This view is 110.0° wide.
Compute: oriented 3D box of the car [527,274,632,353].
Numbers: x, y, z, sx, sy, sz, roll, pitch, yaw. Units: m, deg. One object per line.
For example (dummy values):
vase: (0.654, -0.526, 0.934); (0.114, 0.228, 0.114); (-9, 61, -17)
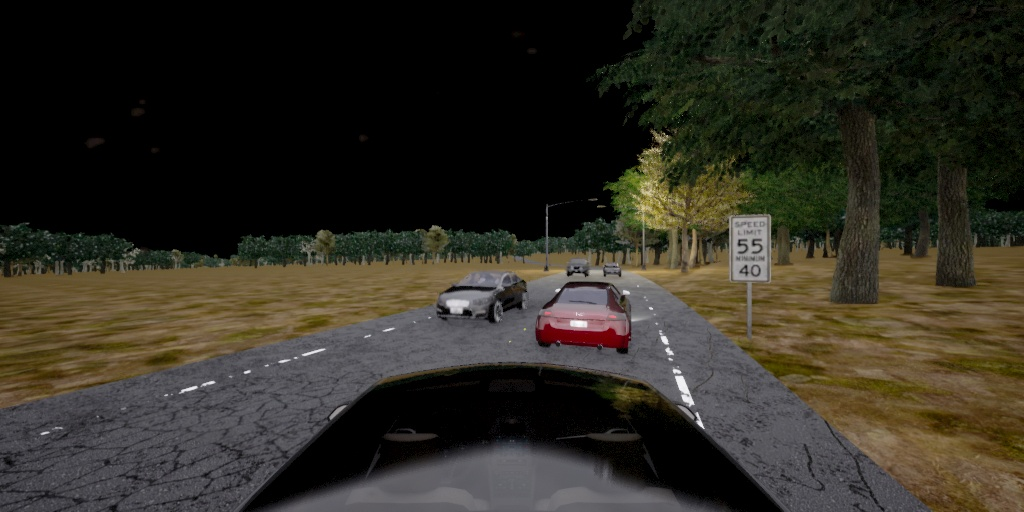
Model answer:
car: (1.960, 1.326, 9.031); (1.994, 1.385, 4.181); (0, 0, 18)

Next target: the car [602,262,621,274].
car: (11.093, 1.519, 39.657); (2.128, 1.511, 4.902); (0, -1, 15)

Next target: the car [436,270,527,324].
car: (-0.797, 1.263, 12.309); (2.128, 1.511, 4.902); (0, 0, 18)

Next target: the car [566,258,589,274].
car: (7.290, 1.233, 39.305); (2.150, 2.045, 5.566); (0, -1, 15)

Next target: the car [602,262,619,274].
car: (13.612, 1.629, 49.765); (2.128, 1.511, 4.902); (0, -1, 14)
